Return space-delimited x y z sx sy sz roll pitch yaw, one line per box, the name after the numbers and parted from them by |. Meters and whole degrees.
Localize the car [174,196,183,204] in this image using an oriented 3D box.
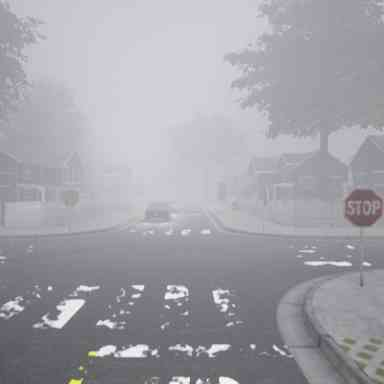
-2.680 1.478 61.649 1.837 1.490 4.892 0 0 0 | car

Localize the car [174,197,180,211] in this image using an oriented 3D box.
-2.708 1.587 36.993 1.895 1.301 4.718 0 0 0 | car

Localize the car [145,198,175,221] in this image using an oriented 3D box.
-2.719 1.468 27.501 1.882 1.535 5.008 0 0 0 | car
